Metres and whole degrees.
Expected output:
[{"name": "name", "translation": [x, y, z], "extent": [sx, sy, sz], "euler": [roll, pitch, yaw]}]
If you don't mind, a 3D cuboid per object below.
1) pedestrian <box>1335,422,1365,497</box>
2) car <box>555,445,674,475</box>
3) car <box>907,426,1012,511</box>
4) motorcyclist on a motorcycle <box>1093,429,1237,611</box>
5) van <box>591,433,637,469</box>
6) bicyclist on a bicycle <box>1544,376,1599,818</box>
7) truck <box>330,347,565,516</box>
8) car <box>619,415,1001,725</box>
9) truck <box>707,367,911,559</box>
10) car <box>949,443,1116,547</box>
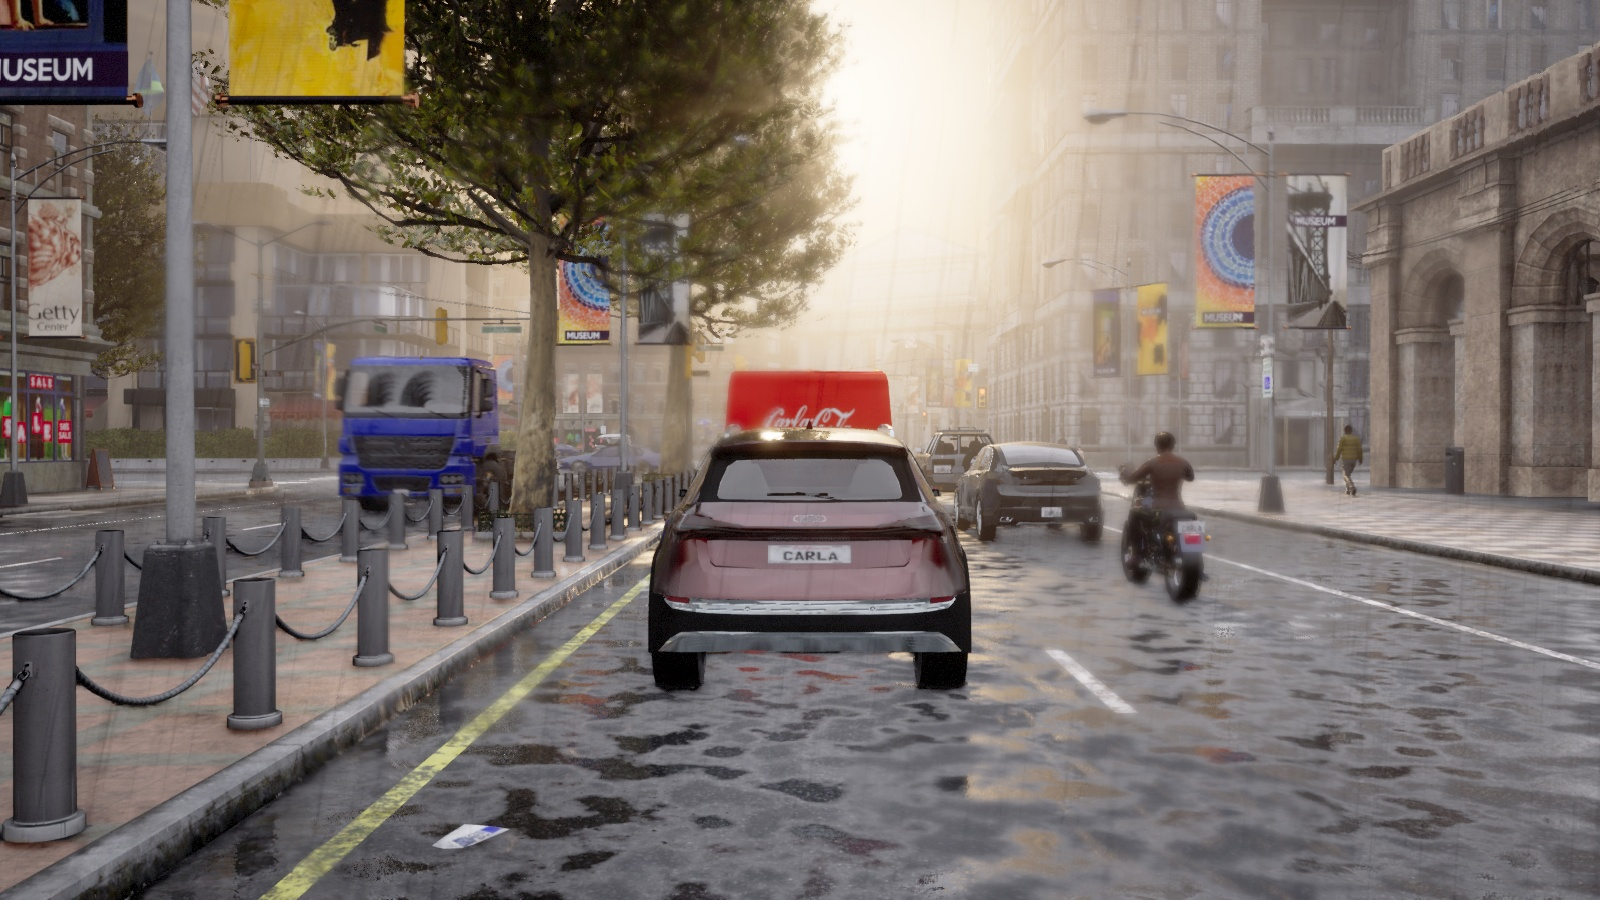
[{"name": "pedestrian", "translation": [13.697, 0.238, 31.284], "extent": [0.431, 1.840, 0.709], "euler": [0, 0, 0]}, {"name": "car", "translation": [-8.762, 0.450, 59.603], "extent": [5.357, 1.411, 2.033], "euler": [0, 0, 0]}, {"name": "car", "translation": [3.686, 0.399, 29.694], "extent": [1.932, 1.855, 4.605], "euler": [0, 0, 1]}, {"name": "motorcyclist on a motorcycle", "translation": [3.588, 0.629, 12.569], "extent": [0.766, 1.649, 2.350], "euler": [0, 0, 0]}, {"name": "van", "translation": [-11.021, 0.040, 74.628], "extent": [2.069, 2.038, 4.480], "euler": [0, 0, 0]}, {"name": "bicyclist on a bicycle", "translation": [3.541, 0.594, 4.498], "extent": [0.659, 1.776, 1.843], "euler": [0, 1, 0]}, {"name": "truck", "translation": [-7.995, -0.410, 29.744], "extent": [2.891, 3.462, 7.936], "euler": [0, 0, 3]}, {"name": "car", "translation": [0.067, 0.625, 9.120], "extent": [2.033, 1.649, 4.856], "euler": [0, 0, 0]}, {"name": "truck", "translation": [0.125, 0.154, 18.747], "extent": [2.627, 2.467, 5.204], "euler": [0, 0, 0]}, {"name": "car", "translation": [3.633, 0.639, 20.483], "extent": [1.837, 1.490, 4.892], "euler": [0, 0, 0]}]
